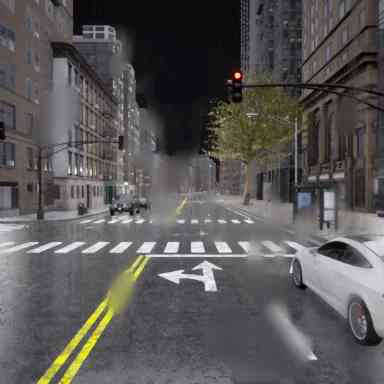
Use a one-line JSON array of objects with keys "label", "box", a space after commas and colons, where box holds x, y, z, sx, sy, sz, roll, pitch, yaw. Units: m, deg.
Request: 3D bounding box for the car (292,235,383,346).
[{"label": "car", "box": [3.344, 1.524, 6.212, 1.812, 1.442, 4.674, 0, 0, 0]}]

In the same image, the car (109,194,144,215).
[{"label": "car", "box": [-6.601, 1.197, 33.322, 2.150, 2.045, 5.566, 0, 0, 1]}]

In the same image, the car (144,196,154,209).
[{"label": "car", "box": [-6.639, 1.435, 43.827, 1.882, 1.535, 5.008, 0, 0, 0]}]

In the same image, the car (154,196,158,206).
[{"label": "car", "box": [-6.641, 1.418, 54.252, 2.128, 1.511, 4.902, 0, 0, 0]}]
